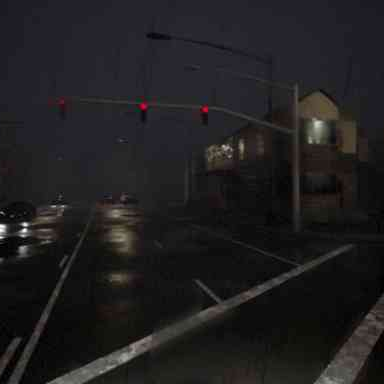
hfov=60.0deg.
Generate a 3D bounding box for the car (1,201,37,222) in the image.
[{"bbox_3d":[-13.897,1.535,26.945,1.837,1.490,4.892,-1,1,-15],"label":"car"}]

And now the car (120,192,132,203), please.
[{"bbox_3d":[-11.929,1.063,60.882,2.150,2.045,5.566,-1,-1,-15],"label":"car"}]

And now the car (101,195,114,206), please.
[{"bbox_3d":[-12.630,1.231,49.869,2.128,1.511,4.902,-1,0,-15],"label":"car"}]

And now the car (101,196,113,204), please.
[{"bbox_3d":[-15.299,1.440,59.950,1.994,1.385,4.181,-1,-1,-15],"label":"car"}]

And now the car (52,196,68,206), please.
[{"bbox_3d":[-20.202,1.379,51.069,2.033,1.411,5.357,-1,0,-14],"label":"car"}]

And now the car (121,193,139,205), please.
[{"bbox_3d":[-9.354,1.271,51.170,1.994,1.385,4.181,-1,0,-15],"label":"car"}]
